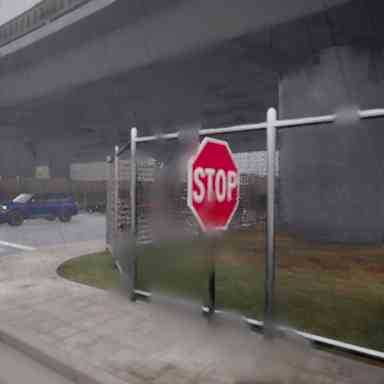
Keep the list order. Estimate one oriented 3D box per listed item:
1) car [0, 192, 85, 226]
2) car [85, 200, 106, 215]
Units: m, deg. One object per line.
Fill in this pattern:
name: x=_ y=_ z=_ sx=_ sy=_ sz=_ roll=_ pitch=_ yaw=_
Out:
car: x=-10.189 y=1.007 z=21.731 sx=2.150 sy=2.045 sz=5.566 roll=1 pitch=0 yaw=36
car: x=-7.664 y=1.351 z=31.148 sx=1.895 sy=1.301 sz=4.718 roll=1 pitch=0 yaw=36
